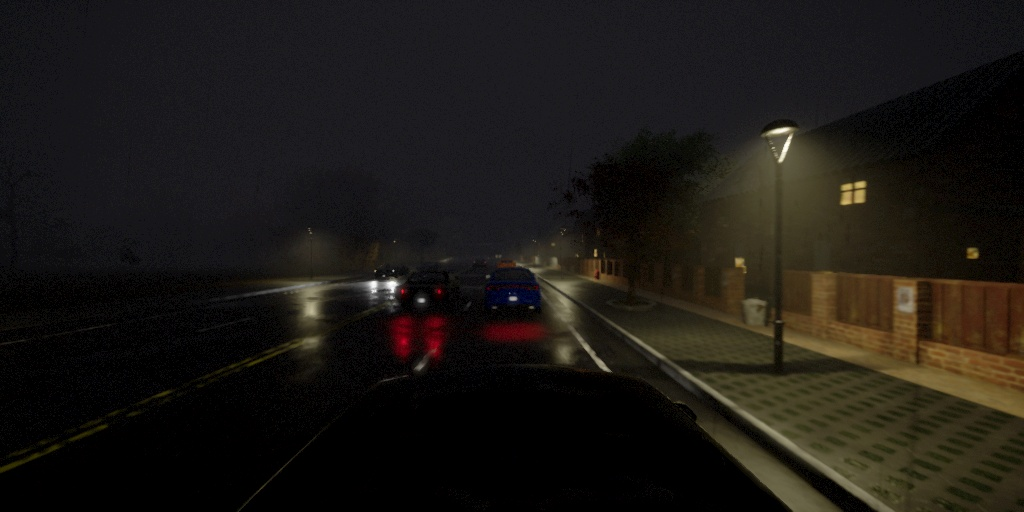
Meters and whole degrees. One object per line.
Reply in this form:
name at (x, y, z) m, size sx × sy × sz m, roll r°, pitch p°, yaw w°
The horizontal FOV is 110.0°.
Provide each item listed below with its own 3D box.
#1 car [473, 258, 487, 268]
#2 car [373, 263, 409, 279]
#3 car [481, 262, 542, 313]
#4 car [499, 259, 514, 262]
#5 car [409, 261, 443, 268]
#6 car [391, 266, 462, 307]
car at (-4.544, 1.014, 51.570) m, size 1.994 × 1.385 × 4.181 m, roll 0°, pitch 0°, yaw -3°
car at (-10.220, 1.257, 30.653) m, size 1.895 × 1.301 × 4.718 m, roll 0°, pitch 0°, yaw -2°
car at (0.011, 1.153, 13.566) m, size 1.882 × 1.535 × 5.008 m, roll 0°, pitch 0°, yaw -1°
car at (-0.578, 1.013, 36.315) m, size 1.882 × 1.535 × 5.008 m, roll 0°, pitch 0°, yaw -2°
car at (-6.973, 1.172, 30.788) m, size 2.033 × 1.411 × 5.357 m, roll 0°, pitch 0°, yaw -2°
car at (-3.252, 1.273, 14.967) m, size 1.895 × 1.301 × 4.718 m, roll 0°, pitch 0°, yaw -1°
